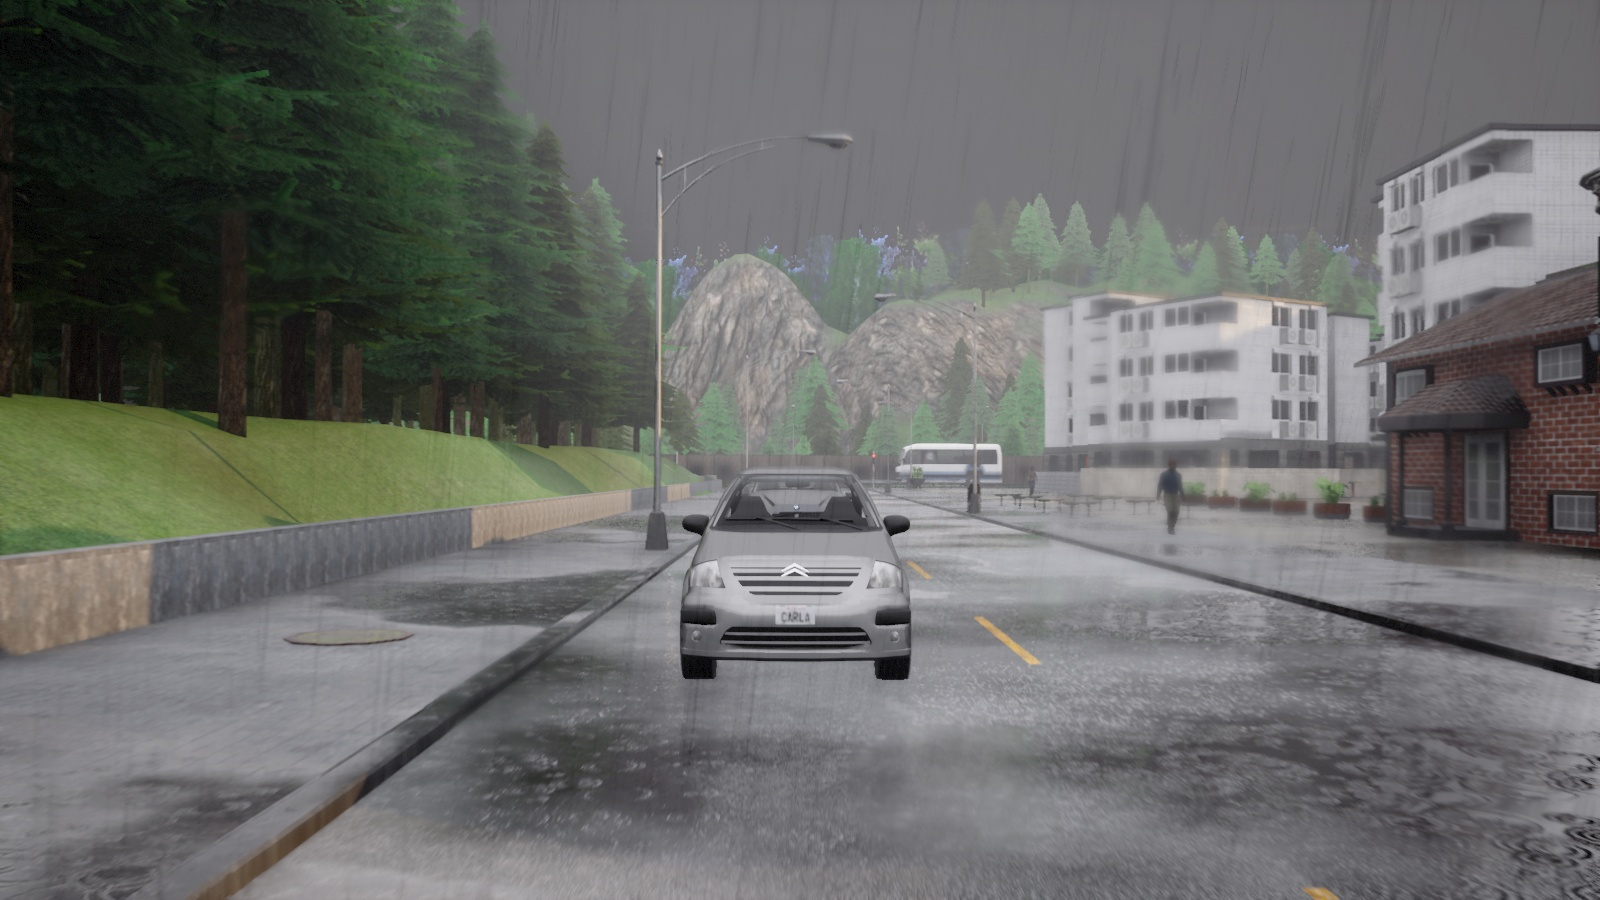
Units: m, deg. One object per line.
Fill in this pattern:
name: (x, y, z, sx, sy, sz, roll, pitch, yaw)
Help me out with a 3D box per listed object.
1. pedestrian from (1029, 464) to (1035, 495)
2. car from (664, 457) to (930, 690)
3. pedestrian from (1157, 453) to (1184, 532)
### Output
pedestrian: (13.746, 1.731, 74.419, 0.328, 1.805, 0.869, 0, -1, 9)
car: (-0.024, 0.895, 10.753, 1.851, 1.617, 3.988, 0, -1, 0)
pedestrian: (8.670, 0.987, 29.407, 0.370, 1.835, 0.726, 0, -1, -1)
